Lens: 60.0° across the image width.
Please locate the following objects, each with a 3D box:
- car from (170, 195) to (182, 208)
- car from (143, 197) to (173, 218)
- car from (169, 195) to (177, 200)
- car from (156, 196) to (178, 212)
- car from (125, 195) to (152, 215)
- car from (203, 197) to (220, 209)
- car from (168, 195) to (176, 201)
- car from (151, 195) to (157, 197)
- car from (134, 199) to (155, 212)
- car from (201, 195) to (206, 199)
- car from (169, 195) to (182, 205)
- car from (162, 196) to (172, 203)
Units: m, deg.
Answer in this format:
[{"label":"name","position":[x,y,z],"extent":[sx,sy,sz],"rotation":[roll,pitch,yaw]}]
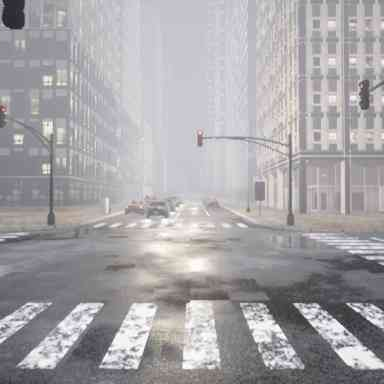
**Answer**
[{"label":"car","position":[-2.941,1.360,48.736],"extent":[2.097,1.767,4.553],"rotation":[0,0,0]},{"label":"car","position":[-3.004,1.510,30.266],"extent":[1.837,1.490,4.892],"rotation":[0,0,0]},{"label":"car","position":[-5.378,1.585,95.052],"extent":[1.947,1.339,4.313],"rotation":[1,0,0]},{"label":"car","position":[-2.974,1.511,39.682],"extent":[1.837,1.490,4.892],"rotation":[0,0,0]},{"label":"car","position":[-5.568,1.446,33.726],"extent":[1.967,1.590,4.097],"rotation":[1,0,0]},{"label":"car","position":[2.844,1.590,44.911],"extent":[1.802,1.307,4.206],"rotation":[1,0,0]},{"label":"car","position":[-5.395,1.568,89.477],"extent":[2.008,1.369,4.403],"rotation":[1,0,0]},{"label":"car","position":[-5.530,1.323,44.876],"extent":[2.192,1.841,5.009],"rotation":[1,0,0]},{"label":"car","position":[-5.553,1.589,39.301],"extent":[1.802,1.307,4.206],"rotation":[1,0,0]},{"label":"car","position":[2.882,1.535,56.237],"extent":[1.752,1.417,4.829],"rotation":[1,0,0]},{"label":"car","position":[-2.872,1.362,58.390],"extent":[2.097,1.767,4.553],"rotation":[0,0,1]},{"label":"car","position":[-5.447,1.558,72.751],"extent":[1.887,1.381,4.507],"rotation":[1,0,0]}]
